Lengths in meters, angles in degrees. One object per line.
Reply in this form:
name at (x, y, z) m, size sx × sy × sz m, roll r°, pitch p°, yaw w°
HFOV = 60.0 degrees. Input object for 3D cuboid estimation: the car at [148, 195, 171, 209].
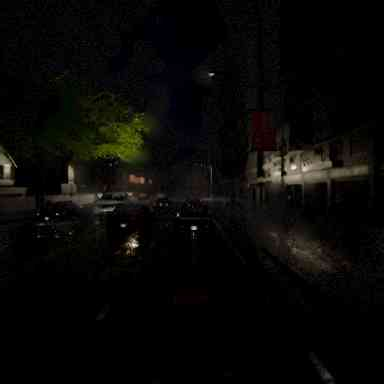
car at (-3.161, 1.322, 36.269) m, size 2.033 × 1.411 × 5.357 m, roll 0°, pitch 0°, yaw 0°

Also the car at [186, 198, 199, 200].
car at (0.089, 1.349, 40.103) m, size 1.895 × 1.301 × 4.718 m, roll 0°, pitch 0°, yaw 0°

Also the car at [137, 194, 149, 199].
car at (-9.777, 1.114, 66.613) m, size 1.994 × 1.385 × 4.181 m, roll 0°, pitch 0°, yaw 0°

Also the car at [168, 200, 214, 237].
car at (0.096, 1.390, 17.305) m, size 2.128 × 1.511 × 4.902 m, roll 0°, pitch 0°, yaw 0°

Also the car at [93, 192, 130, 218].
car at (-6.607, 1.050, 28.205) m, size 2.150 × 2.045 × 5.566 m, roll 0°, pitch 0°, yaw 0°

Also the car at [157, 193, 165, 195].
car at (-6.520, 1.050, 69.630) m, size 2.128 × 1.511 × 4.902 m, roll 0°, pitch 0°, yaw 0°

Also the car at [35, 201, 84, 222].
car at (-9.858, 1.396, 25.223) m, size 2.033 × 1.411 × 5.357 m, roll 0°, pitch 0°, yaw 0°

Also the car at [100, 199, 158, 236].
car at (-3.155, 1.374, 17.742) m, size 1.882 × 1.535 × 5.008 m, roll 0°, pitch 0°, yaw 0°
